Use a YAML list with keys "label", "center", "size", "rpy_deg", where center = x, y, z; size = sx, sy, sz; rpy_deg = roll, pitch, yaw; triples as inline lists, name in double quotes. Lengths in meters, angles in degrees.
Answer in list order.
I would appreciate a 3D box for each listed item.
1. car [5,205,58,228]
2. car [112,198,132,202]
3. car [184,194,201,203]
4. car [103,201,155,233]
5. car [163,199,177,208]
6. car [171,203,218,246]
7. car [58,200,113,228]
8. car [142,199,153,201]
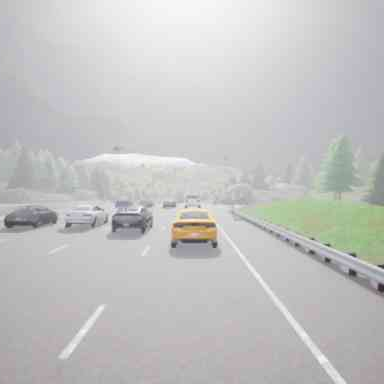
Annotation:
- label: "car"
  center: [-10.405, 1.562, 21.929]
  size: [1.994, 1.385, 4.181]
  rpy_deg: [0, 0, 0]
- label: "car"
  center: [-10.414, 1.704, 51.414]
  size: [1.882, 1.535, 5.008]
  rpy_deg: [0, -1, 0]
- label: "car"
  center: [0.081, 1.362, 46.851]
  size: [2.150, 2.045, 5.566]
  rpy_deg: [0, 0, 0]
- label: "car"
  center: [-3.407, 1.491, 19.652]
  size: [2.128, 1.511, 4.902]
  rpy_deg: [0, 0, 0]
- label: "car"
  center: [-3.417, 1.769, 52.317]
  size: [1.994, 1.385, 4.181]
  rpy_deg: [0, -1, 0]
- label: "car"
  center: [0.095, 1.477, 15.216]
  size: [1.882, 1.535, 5.008]
  rpy_deg: [0, 0, 0]
- label: "car"
  center: [-6.907, 1.525, 22.074]
  size: [1.812, 1.442, 4.674]
  rpy_deg: [0, 0, 0]
- label: "car"
  center: [-6.919, 1.779, 51.231]
  size: [1.994, 1.385, 4.181]
  rpy_deg: [0, 0, 0]
